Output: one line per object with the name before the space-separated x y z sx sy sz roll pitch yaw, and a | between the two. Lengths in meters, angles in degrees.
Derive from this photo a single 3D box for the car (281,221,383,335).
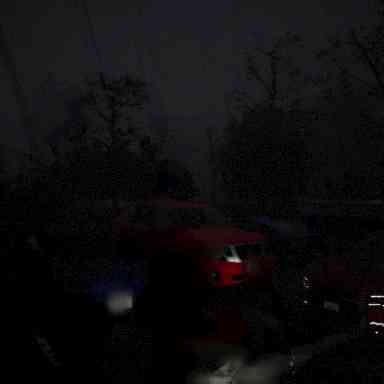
car | 4.239 1.544 6.687 5.008 1.535 1.882 1 0 -35

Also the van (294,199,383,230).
van | 6.777 1.314 14.274 1.878 1.987 4.442 -1 0 -35

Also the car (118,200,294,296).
car | -0.290 1.277 9.352 2.435 2.045 5.566 1 0 -35

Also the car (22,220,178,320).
car | -2.591 1.531 7.711 2.163 1.488 4.792 1 0 -35
